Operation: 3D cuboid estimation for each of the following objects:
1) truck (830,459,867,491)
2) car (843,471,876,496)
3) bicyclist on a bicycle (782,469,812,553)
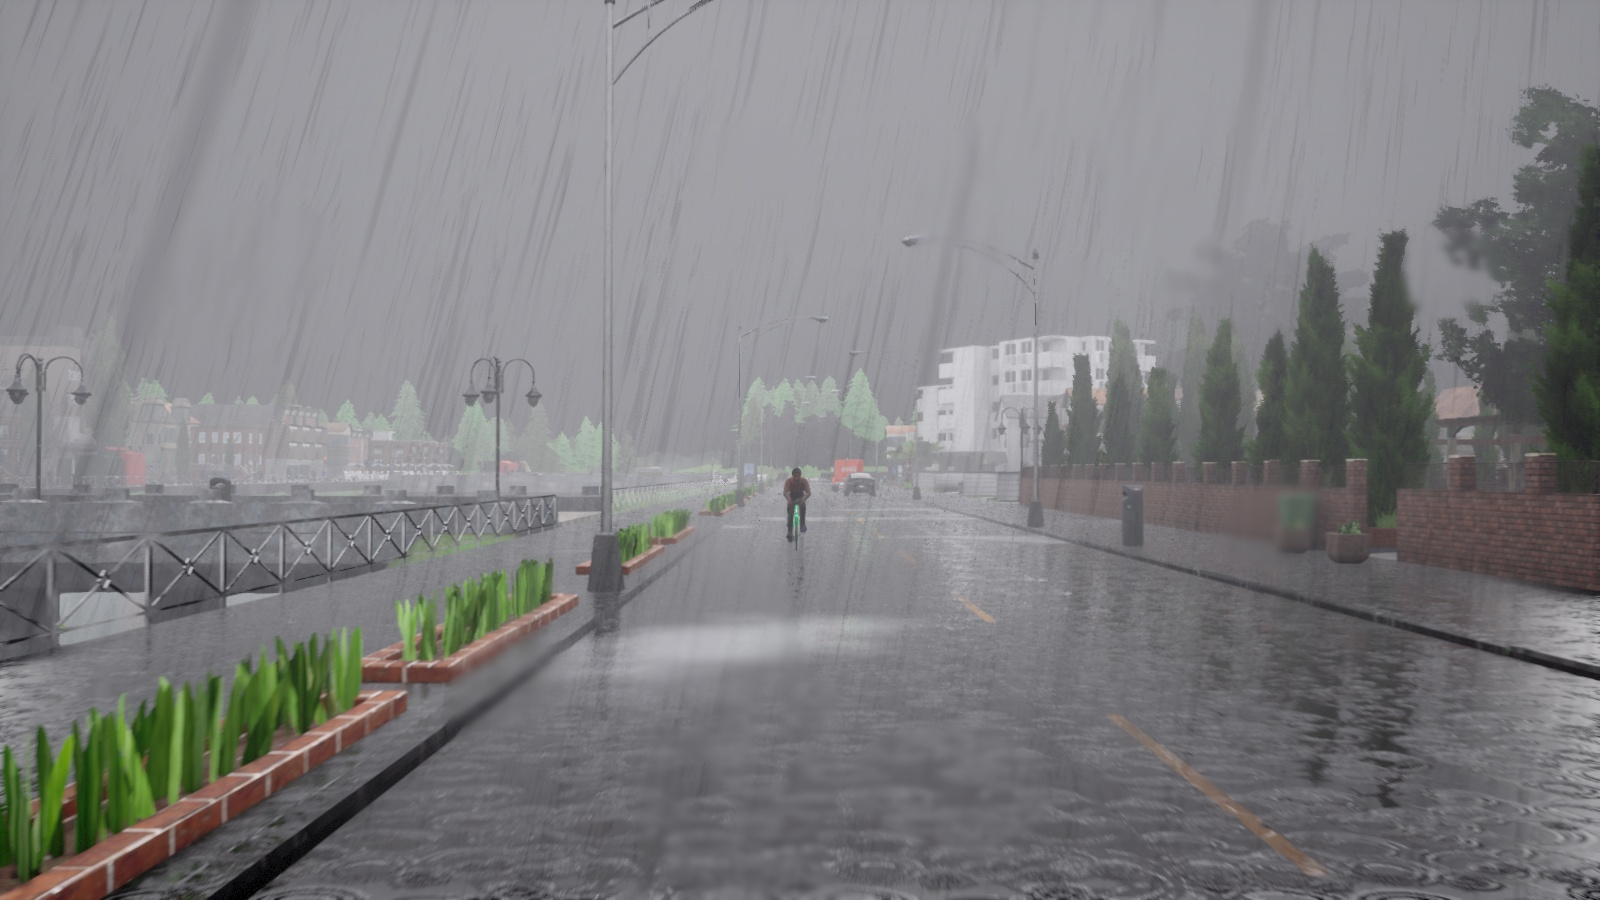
[{"bbox_3d":[3.767,1.955,98.090,2.627,2.467,5.204,0,-1,0],"label":"truck"},{"bbox_3d":[3.810,2.129,80.746,1.882,1.535,5.008,0,-1,0],"label":"car"},{"bbox_3d":[-0.059,1.187,25.048,0.582,1.620,1.656,0,-1,0],"label":"bicyclist on a bicycle"}]
